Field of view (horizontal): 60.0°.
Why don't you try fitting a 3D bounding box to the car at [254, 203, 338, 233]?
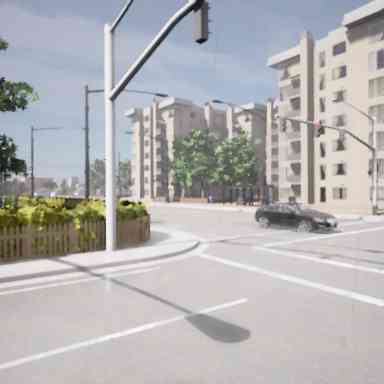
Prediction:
[{"bbox_3d":[5.677,1.368,18.701,2.128,1.511,4.902,-1,0,-35],"label":"car"}]
